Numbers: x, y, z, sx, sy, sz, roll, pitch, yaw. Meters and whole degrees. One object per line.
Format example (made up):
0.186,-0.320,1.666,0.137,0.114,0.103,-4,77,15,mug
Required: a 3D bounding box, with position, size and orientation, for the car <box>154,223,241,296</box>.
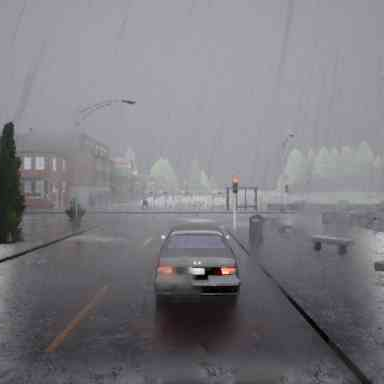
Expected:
0.101,1.547,8.808,2.033,1.411,5.357,0,0,0,car
